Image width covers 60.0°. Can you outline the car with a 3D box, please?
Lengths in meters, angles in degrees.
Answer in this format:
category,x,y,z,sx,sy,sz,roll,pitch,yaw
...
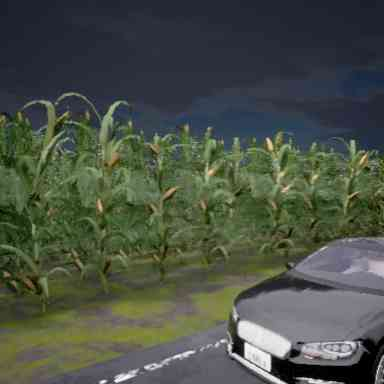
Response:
category,x,y,z,sx,sy,sz,roll,pitch,yaw
car,2.699,1.492,4.952,4.902,1.511,2.128,0,0,-35
